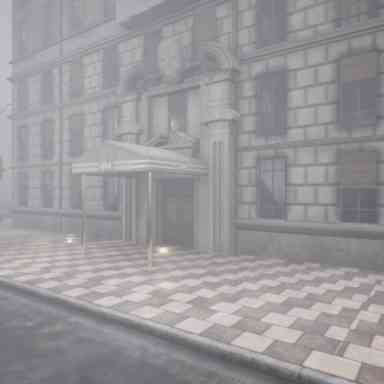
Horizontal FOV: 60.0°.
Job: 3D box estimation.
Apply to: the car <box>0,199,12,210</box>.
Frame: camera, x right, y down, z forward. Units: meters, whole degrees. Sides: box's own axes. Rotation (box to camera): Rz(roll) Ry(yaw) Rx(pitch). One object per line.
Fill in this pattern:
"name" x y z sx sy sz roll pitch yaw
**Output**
"car" -24.082 1.523 40.174 1.812 1.442 4.674 0 0 36
